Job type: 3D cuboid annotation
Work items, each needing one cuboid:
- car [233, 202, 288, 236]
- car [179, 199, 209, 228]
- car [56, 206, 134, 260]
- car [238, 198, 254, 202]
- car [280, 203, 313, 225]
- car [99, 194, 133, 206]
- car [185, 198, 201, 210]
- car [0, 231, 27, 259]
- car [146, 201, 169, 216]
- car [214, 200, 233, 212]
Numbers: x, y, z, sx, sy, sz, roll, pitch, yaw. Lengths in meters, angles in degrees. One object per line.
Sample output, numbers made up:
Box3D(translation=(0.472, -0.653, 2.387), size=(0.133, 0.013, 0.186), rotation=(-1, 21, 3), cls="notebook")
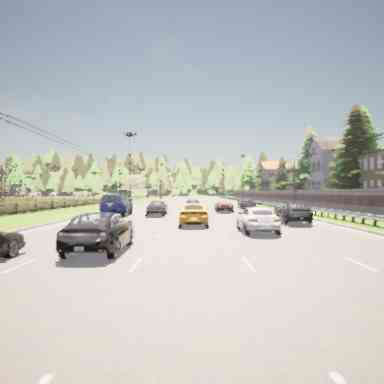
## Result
Box3D(translation=(3.610, 1.530, 18.411), size=(1.812, 1.442, 4.674), rotation=(0, 0, 0), cls="car")
Box3D(translation=(0.113, 1.483, 22.493), size=(1.882, 1.535, 5.008), rotation=(0, 0, 0), cls="car")
Box3D(translation=(-3.394, 1.496, 12.414), size=(2.128, 1.511, 4.902), rotation=(0, 0, 0), cls="car")
Box3D(translation=(7.123, 1.501, 43.870), size=(2.128, 1.511, 4.902), rotation=(0, 0, 0), cls="car")
Box3D(translation=(7.113, 1.496, 23.892), size=(2.128, 1.511, 4.902), rotation=(0, 0, 0), cls="car")
Box3D(translation=(-6.907, 1.232, 30.691), size=(2.150, 2.045, 5.566), rotation=(0, 0, 0), cls="car")
Box3D(translation=(0.124, 1.575, 44.218), size=(1.994, 1.385, 4.181), rotation=(0, 0, 0), cls="car")
Box3D(translation=(-6.904, 1.551, 9.591), size=(2.033, 1.411, 5.357), rotation=(0, 0, 0), cls="car")
Box3D(translation=(-3.384, 1.556, 32.720), size=(2.033, 1.411, 5.357), rotation=(0, 0, 0), cls="car")
Box3D(translation=(3.620, 1.610, 38.349), size=(1.895, 1.301, 4.718), rotation=(0, 0, 0), cls="car")
